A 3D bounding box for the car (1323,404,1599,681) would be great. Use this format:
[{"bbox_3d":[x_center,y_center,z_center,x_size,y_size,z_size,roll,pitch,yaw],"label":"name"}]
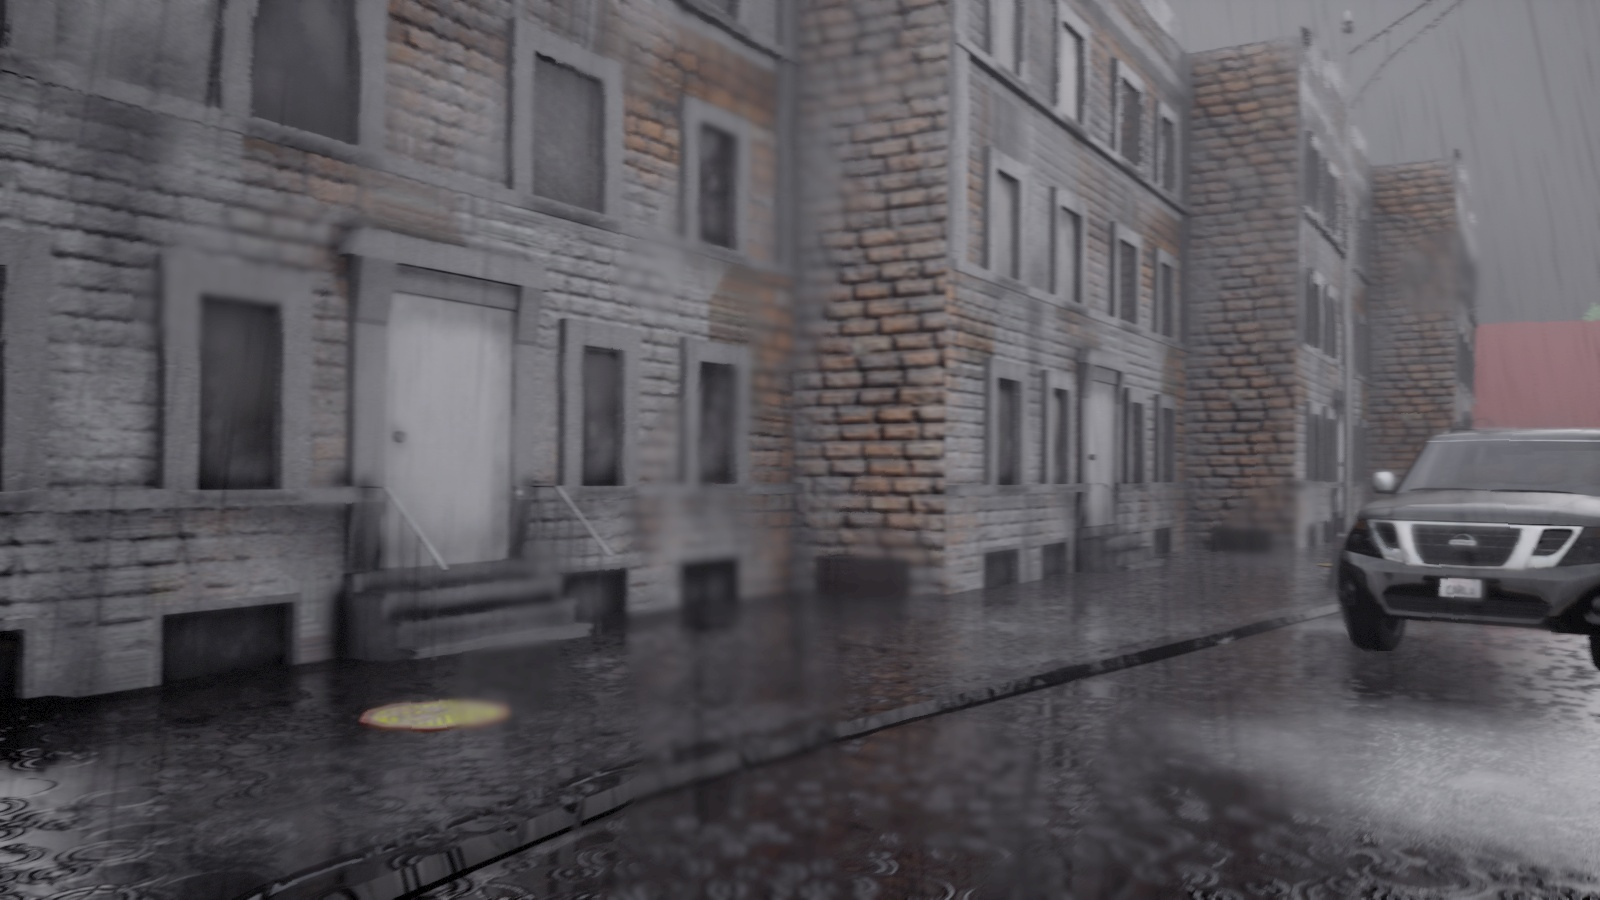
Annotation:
[{"bbox_3d":[7.042,0.730,11.994,2.150,2.045,5.566,-1,-1,41],"label":"car"}]
